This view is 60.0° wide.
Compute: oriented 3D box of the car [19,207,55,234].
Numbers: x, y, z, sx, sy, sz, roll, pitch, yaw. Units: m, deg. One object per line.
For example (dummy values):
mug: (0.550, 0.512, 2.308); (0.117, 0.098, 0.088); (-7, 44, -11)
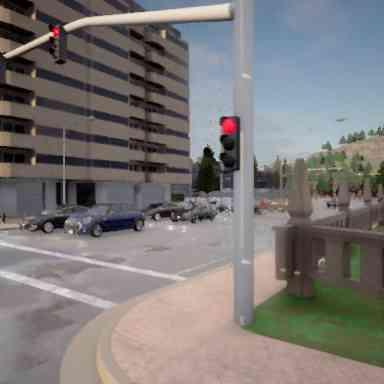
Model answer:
car: (-7.877, 1.580, 20.272); (1.837, 1.490, 4.892); (0, 0, 35)

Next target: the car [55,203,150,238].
car: (-4.805, 1.423, 18.557); (2.097, 1.767, 4.553); (0, 0, 35)

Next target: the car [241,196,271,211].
car: (8.377, 1.424, 43.324); (2.097, 1.767, 4.553); (0, 0, 36)

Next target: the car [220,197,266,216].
car: (5.071, 1.421, 32.591); (2.097, 1.767, 4.553); (0, 0, 35)

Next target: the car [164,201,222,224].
car: (0.161, 1.634, 25.610); (1.994, 1.385, 4.181); (0, 0, 35)

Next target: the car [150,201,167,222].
car: (-2.576, 1.579, 27.811); (1.837, 1.490, 4.892); (0, 0, 35)

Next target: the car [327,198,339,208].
car: (21.437, 1.626, 49.441); (1.994, 1.385, 4.181); (0, 0, 35)

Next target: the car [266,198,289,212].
car: (11.093, 1.545, 41.102); (1.882, 1.535, 5.008); (0, 0, 35)
